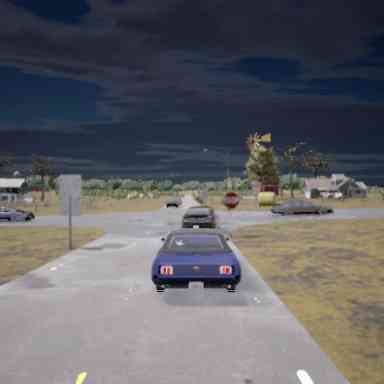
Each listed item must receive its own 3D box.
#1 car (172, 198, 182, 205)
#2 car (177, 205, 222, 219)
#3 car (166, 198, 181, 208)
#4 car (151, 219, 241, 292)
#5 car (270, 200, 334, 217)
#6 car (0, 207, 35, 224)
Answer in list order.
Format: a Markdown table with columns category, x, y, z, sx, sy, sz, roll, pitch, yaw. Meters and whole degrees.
| category | x | y | z | sx | sy | sz | roll | pitch | yaw |
| --- | --- | --- | --- | --- | --- | --- | --- | --- | --- |
| car | -3.170 | 1.967 | 72.221 | 1.994 | 1.385 | 4.181 | 0 | 0 | 0 |
| car | 0.611 | 1.600 | 19.769 | 1.837 | 1.490 | 4.892 | 0 | -1 | 9 |
| car | -3.071 | 1.884 | 52.508 | 1.895 | 1.301 | 4.718 | 0 | 0 | -1 |
| car | 0.086 | 1.644 | 9.048 | 1.895 | 1.301 | 4.718 | 0 | 0 | 0 |
| car | 9.822 | 1.474 | 29.968 | 5.357 | 1.411 | 2.033 | -1 | 1 | 0 |
| car | -16.363 | 2.047 | 29.735 | 4.181 | 1.385 | 1.994 | -1 | 1 | 3 |
